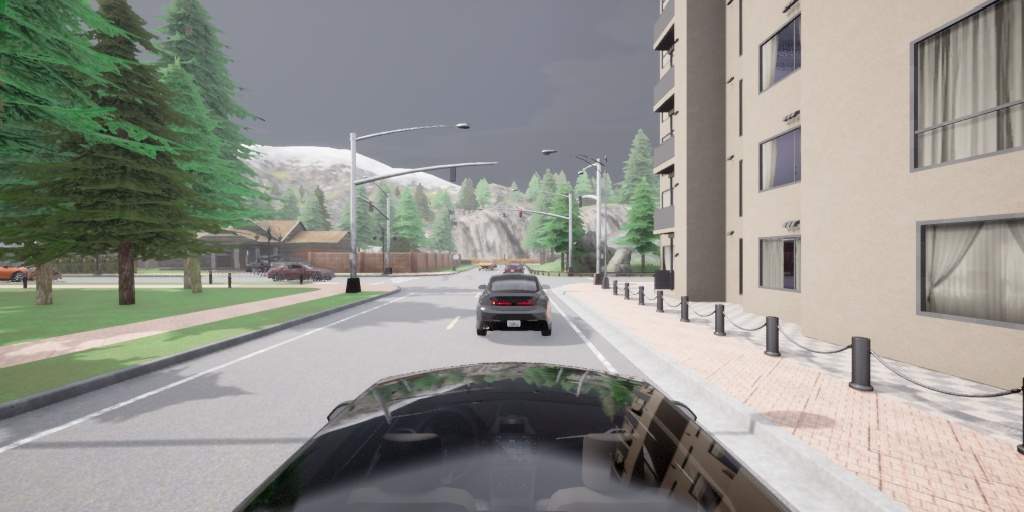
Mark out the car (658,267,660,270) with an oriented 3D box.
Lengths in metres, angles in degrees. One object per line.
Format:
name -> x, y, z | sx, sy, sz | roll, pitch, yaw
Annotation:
car -> 16.028, 0.987, 32.081 | 5.566, 2.045, 2.150 | 0, 0, -1

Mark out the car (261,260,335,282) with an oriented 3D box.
car -> -16.156, 1.262, 27.565 | 4.674, 1.442, 1.812 | 0, 0, -2

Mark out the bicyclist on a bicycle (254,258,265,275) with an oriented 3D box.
bicyclist on a bicycle -> -24.546, 1.016, 34.882 | 0.582, 1.620, 1.656 | 0, 0, -1

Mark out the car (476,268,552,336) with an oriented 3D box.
car -> 0.062, 1.255, 10.382 | 1.837, 1.490, 4.892 | 0, 0, 0

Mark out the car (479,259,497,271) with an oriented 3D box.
car -> -3.563, 1.227, 50.248 | 1.882, 1.535, 5.008 | 0, 0, 0

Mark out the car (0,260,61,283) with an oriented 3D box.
car -> -37.319, 1.088, 27.104 | 4.553, 1.767, 2.097 | 0, 0, -2

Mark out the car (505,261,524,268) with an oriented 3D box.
car -> 0.203, 1.278, 37.452 | 1.812, 1.442, 4.674 | 1, 0, 4
